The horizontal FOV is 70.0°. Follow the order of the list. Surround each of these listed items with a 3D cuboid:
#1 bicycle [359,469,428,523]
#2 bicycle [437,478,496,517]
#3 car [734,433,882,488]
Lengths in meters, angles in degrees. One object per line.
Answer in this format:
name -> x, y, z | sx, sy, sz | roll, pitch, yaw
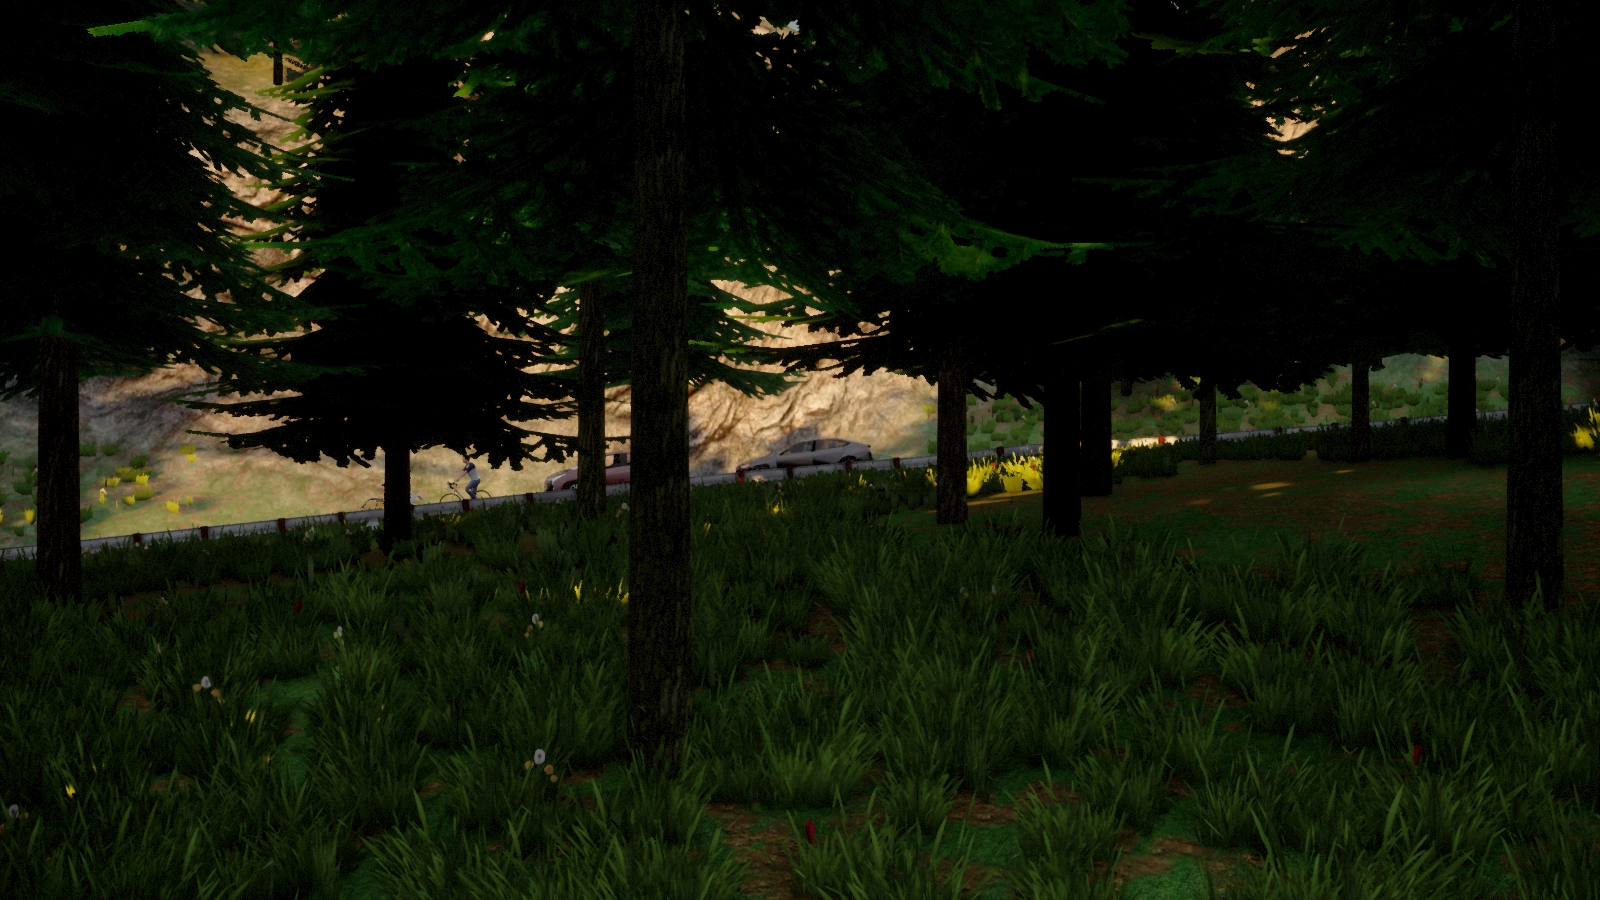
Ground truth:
bicycle -> -12.234, 1.369, 34.402 | 1.835, 1.471, 0.329 | -5, 3, -29
bicycle -> -10.252, 1.440, 35.171 | 1.643, 1.024, 0.373 | -5, 3, -36
car -> 0.231, 0.347, 39.656 | 4.792, 1.488, 2.163 | -4, 1, -7
